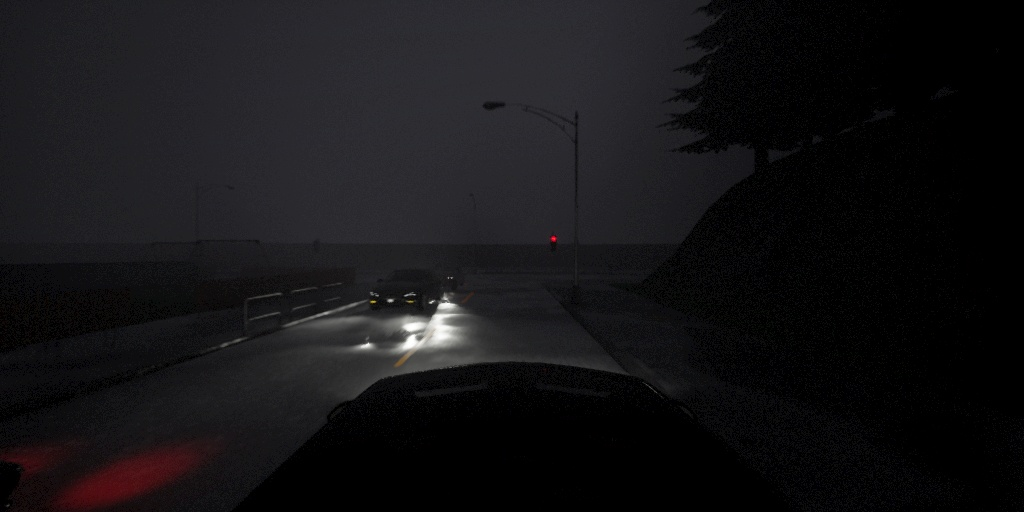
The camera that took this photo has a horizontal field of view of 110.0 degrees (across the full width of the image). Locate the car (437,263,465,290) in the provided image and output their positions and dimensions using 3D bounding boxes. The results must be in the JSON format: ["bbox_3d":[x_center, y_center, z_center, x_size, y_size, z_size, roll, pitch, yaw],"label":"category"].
[{"bbox_3d":[-3.979,1.168,21.555,2.128,1.511,4.902,0,0,0],"label":"car"}]

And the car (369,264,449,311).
[{"bbox_3d":[-3.989,1.217,14.200,1.837,1.490,4.892,0,0,0],"label":"car"}]
